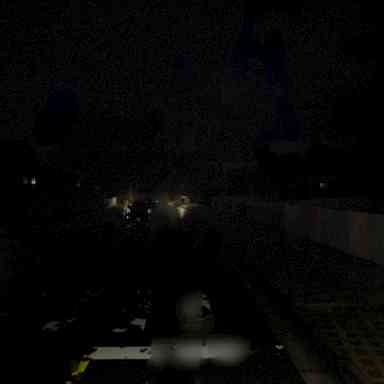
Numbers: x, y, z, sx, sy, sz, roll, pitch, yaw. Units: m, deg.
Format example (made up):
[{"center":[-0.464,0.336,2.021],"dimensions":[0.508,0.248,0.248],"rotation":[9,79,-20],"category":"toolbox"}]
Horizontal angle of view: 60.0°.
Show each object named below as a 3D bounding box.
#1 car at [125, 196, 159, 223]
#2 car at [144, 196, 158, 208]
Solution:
[{"center":[-3.838,1.379,26.053],"dimensions":[2.097,1.767,4.553],"rotation":[-1,0,0],"category":"car"},{"center":[-6.245,1.464,50.850],"dimensions":[2.097,1.767,4.553],"rotation":[0,0,-7],"category":"car"}]
